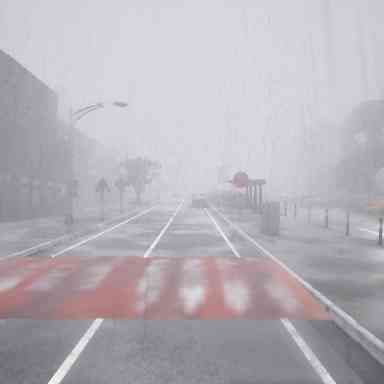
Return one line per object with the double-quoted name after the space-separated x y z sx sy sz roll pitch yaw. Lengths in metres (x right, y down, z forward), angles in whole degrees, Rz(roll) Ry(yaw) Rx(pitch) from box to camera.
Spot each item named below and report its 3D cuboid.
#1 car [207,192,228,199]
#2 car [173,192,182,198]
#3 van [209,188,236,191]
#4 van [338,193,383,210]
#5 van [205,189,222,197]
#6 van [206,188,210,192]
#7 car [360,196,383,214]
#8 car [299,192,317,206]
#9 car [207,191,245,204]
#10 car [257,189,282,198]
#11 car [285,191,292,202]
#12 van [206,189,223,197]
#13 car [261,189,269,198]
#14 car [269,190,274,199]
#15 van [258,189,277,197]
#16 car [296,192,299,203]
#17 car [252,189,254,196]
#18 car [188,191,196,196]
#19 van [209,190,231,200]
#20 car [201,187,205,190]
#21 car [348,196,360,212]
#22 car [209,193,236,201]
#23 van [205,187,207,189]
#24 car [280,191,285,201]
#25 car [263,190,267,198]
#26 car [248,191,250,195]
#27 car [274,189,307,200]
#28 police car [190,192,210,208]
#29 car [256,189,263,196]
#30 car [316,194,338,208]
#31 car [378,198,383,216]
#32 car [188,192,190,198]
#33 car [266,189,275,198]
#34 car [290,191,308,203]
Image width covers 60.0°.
5.702 0.751 74.621 4.674 1.452 2.002 0 1 0 "car"
-3.251 0.689 75.914 1.994 1.385 4.181 0 1 0 "car"
5.840 0.717 60.596 4.442 1.987 1.878 0 1 0 "van"
18.953 1.079 36.423 4.442 1.987 1.878 0 1 0 "van"
5.802 0.180 88.631 4.442 1.987 1.878 0 1 0 "van"
5.599 0.632 66.205 4.442 1.987 1.878 0 1 0 "van"
18.839 1.388 30.875 5.008 1.535 2.097 0 1 0 "car"
18.635 1.136 47.527 5.366 1.575 1.946 0 1 0 "car"
5.546 1.024 54.993 5.366 1.575 1.946 0 1 0 "car"
18.804 0.333 80.832 5.566 2.045 2.435 0 1 0 "car"
18.815 1.015 55.853 5.008 1.535 2.097 0 1 0 "car"
5.806 0.243 85.829 4.442 1.987 1.878 0 1 0 "van"
18.812 0.728 75.287 4.792 1.488 2.163 0 1 0 "car"
18.789 0.847 66.956 5.008 1.535 2.097 0 1 0 "car"
18.888 0.295 83.608 4.442 1.987 1.878 0 1 0 "van"
18.846 1.127 50.303 4.792 1.488 2.163 0 1 0 "car"
18.954 0.455 86.387 5.366 1.575 1.946 0 1 0 "car"
-0.001 0.331 93.331 1.994 1.385 4.181 0 1 0 "car"
5.829 0.586 69.007 4.442 1.987 1.878 0 1 0 "van"
5.665 0.282 83.024 5.566 2.045 2.435 0 1 0 "car"
18.837 1.387 33.653 4.674 1.452 2.002 0 1 0 "car"
5.714 0.901 63.402 5.008 1.535 2.097 0 1 0 "car"
5.813 0.371 80.225 4.442 1.987 1.878 0 1 0 "van"
18.811 0.973 58.629 5.008 1.535 2.097 0 1 0 "car"
18.757 0.783 72.504 4.792 1.488 2.163 0 1 0 "car"
18.793 0.143 89.157 5.566 2.045 2.435 0 1 0 "car"
18.773 0.681 61.400 5.566 2.045 2.435 0 1 0 "car"
0.975 1.138 43.590 1.930 1.638 5.238 0 1 0 "police car"
18.751 0.391 78.056 5.566 2.045 2.435 0 1 0 "car"
18.800 1.252 41.977 4.792 1.488 2.163 0 1 0 "car"
18.846 1.471 28.101 4.674 1.452 2.002 0 1 0 "car"
-0.001 0.627 78.310 2.033 1.411 5.357 0 1 0 "car"
18.975 0.797 69.733 5.366 1.575 1.946 0 1 0 "car"
18.820 1.057 53.077 4.892 1.521 2.231 0 1 0 "car"
